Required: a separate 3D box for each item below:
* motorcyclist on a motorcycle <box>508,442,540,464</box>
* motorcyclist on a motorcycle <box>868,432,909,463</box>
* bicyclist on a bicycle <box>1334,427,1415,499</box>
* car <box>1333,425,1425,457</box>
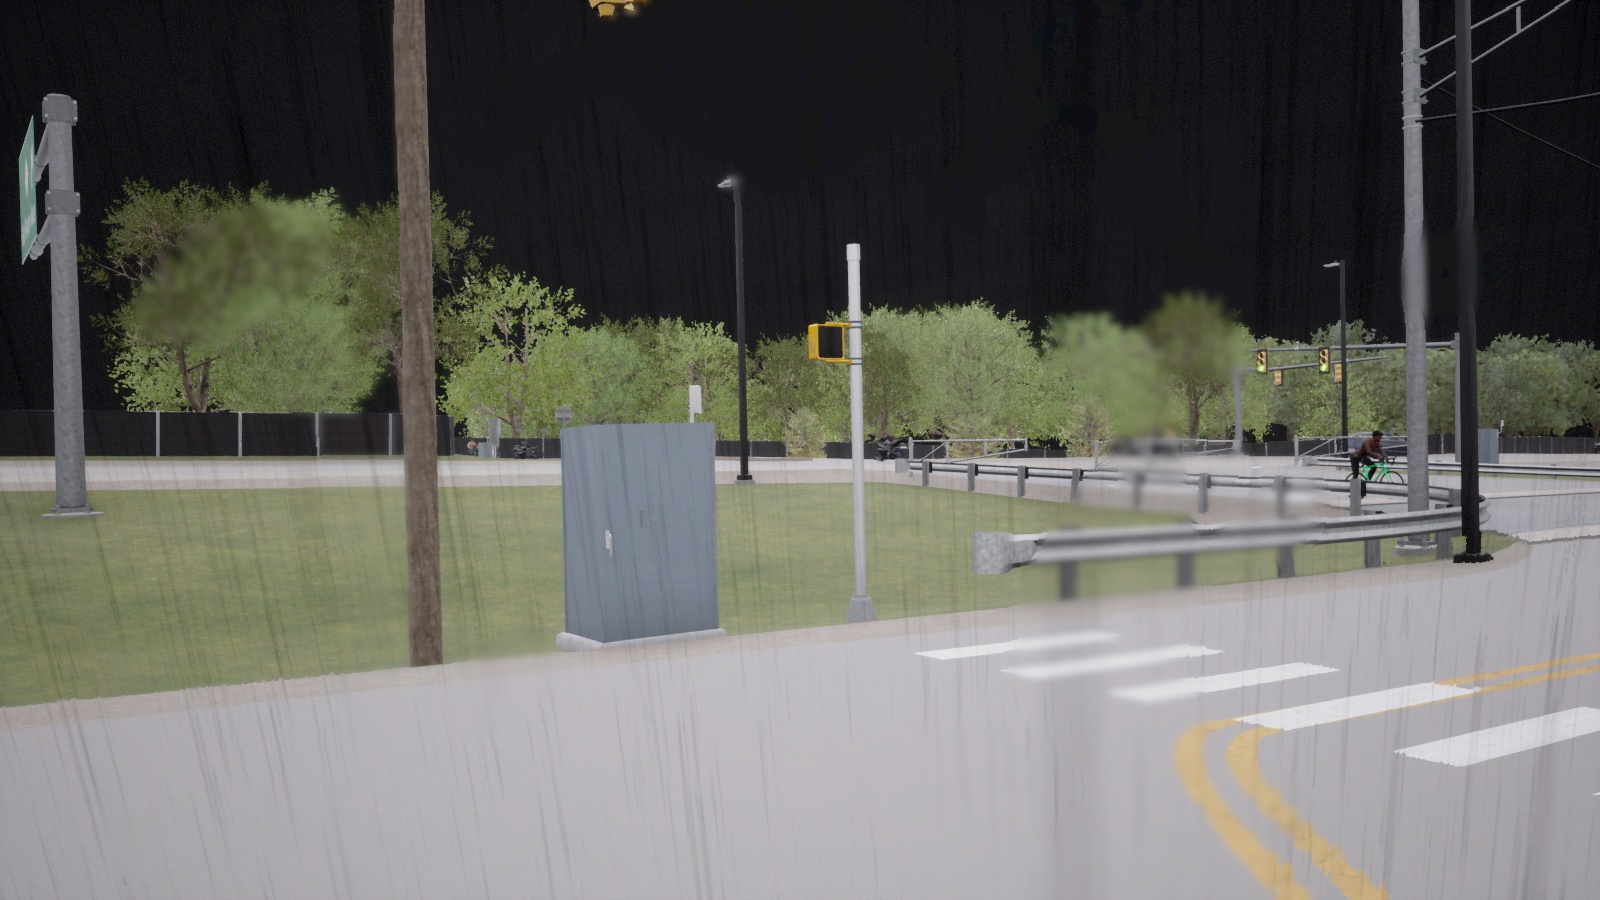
[{"bbox_3d":[-20.381,0.216,92.684,2.191,1.530,0.866,-1,3,-23],"label":"motorcyclist on a motorcycle"},{"bbox_3d":[4.411,-0.122,62.725,0.866,1.530,2.191,0,0,-35],"label":"motorcyclist on a motorcycle"},{"bbox_3d":[13.443,0.322,29.412,0.582,1.620,1.656,-1,-2,-27],"label":"bicyclist on a bicycle"},{"bbox_3d":[30.805,-0.457,66.728,5.027,1.651,2.152,0,0,-34],"label":"car"}]
